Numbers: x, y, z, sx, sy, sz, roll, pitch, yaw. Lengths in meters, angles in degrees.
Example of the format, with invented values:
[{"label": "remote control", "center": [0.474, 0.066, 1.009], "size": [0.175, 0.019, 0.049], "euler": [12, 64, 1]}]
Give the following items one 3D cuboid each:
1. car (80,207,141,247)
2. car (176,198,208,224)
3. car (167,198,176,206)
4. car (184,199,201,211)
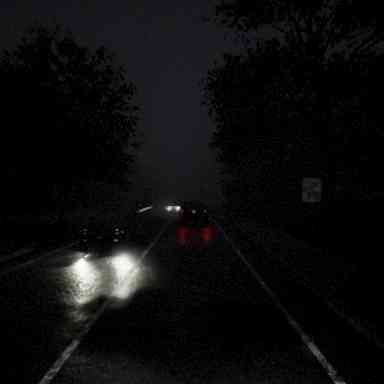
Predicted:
[{"label": "car", "center": [-3.594, 1.513, 15.426], "size": [1.882, 1.535, 5.008], "euler": [0, 0, 0]}, {"label": "car", "center": [0.109, 1.409, 25.140], "size": [2.097, 1.767, 4.553], "euler": [0, 0, 0]}, {"label": "car", "center": [-3.008, 1.744, 57.187], "size": [1.895, 1.301, 4.718], "euler": [0, 0, 5]}, {"label": "car", "center": [0.124, 1.645, 42.732], "size": [2.033, 1.411, 5.357], "euler": [0, 0, 0]}]
